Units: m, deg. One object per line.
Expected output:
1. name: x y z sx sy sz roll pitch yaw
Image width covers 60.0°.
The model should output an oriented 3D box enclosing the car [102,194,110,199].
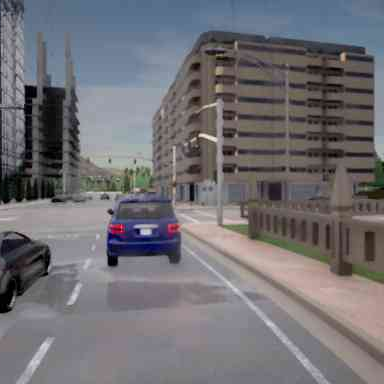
1. car: -22.765 1.117 88.117 1.994 1.385 4.181 0 0 -13

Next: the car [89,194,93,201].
1. car: -22.980 1.176 73.322 1.812 1.442 4.674 0 0 -13

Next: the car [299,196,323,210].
1. car: 14.845 1.296 39.645 4.892 1.490 1.837 0 0 -13

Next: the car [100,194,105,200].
1. car: -20.502 1.142 78.195 2.128 1.511 4.902 0 0 -13

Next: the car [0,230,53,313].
1. car: -4.516 1.534 7.387 1.994 1.385 4.181 0 0 -11

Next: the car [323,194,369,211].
1. car: 17.332 1.153 36.631 4.553 1.767 2.097 0 0 -13

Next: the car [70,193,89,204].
1. car: -19.535 1.232 58.033 1.837 1.490 4.892 0 1 -12

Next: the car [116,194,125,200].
1. car: -17.115 1.152 79.087 1.994 1.385 4.181 0 0 -13

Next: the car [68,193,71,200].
1. car: -26.393 1.021 72.541 2.097 1.767 4.553 0 0 -13

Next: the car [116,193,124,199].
1. car: -19.353 1.090 88.896 2.033 1.411 5.357 0 0 -13

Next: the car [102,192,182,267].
1. car: -1.734 1.160 11.527 2.150 2.045 5.566 0 0 -11

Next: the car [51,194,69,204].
1. car: -22.903 1.344 57.110 1.895 1.301 4.718 0 0 -12
